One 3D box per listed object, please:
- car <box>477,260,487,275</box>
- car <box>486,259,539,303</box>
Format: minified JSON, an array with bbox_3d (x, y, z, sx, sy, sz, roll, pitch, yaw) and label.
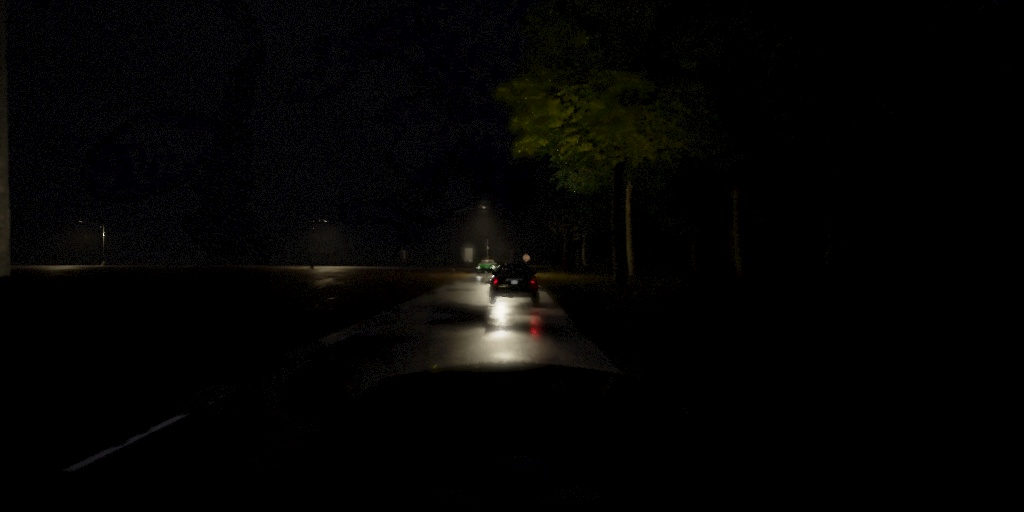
[{"bbox_3d":[-2.773,1.218,40.748,2.097,1.767,4.553,0,0,1],"label":"car"},{"bbox_3d":[0.104,1.115,16.967,2.097,1.767,4.553,0,0,0],"label":"car"}]
